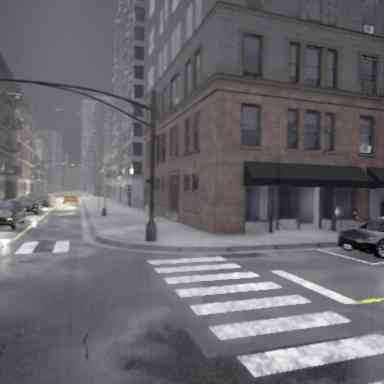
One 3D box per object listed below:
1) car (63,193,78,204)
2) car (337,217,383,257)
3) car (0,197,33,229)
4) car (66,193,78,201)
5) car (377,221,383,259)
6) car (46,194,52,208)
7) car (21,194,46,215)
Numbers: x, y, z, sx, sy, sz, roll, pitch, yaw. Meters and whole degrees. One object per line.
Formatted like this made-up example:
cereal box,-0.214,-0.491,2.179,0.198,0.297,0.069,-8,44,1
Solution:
car,-17.358,0.877,47.648,1.882,1.535,5.008,1,0,-19
car,7.575,1.599,12.473,4.313,1.339,1.947,1,1,-19
car,-10.727,1.226,19.015,2.033,1.411,5.357,1,0,-19
car,-20.840,0.888,57.872,1.895,1.301,4.718,1,0,-19
car,8.283,1.671,10.035,4.718,1.301,1.895,1,1,-19
car,-17.204,0.959,38.078,1.837,1.490,4.892,1,0,-19
car,-13.889,1.072,28.320,1.837,1.490,4.892,1,0,-19
